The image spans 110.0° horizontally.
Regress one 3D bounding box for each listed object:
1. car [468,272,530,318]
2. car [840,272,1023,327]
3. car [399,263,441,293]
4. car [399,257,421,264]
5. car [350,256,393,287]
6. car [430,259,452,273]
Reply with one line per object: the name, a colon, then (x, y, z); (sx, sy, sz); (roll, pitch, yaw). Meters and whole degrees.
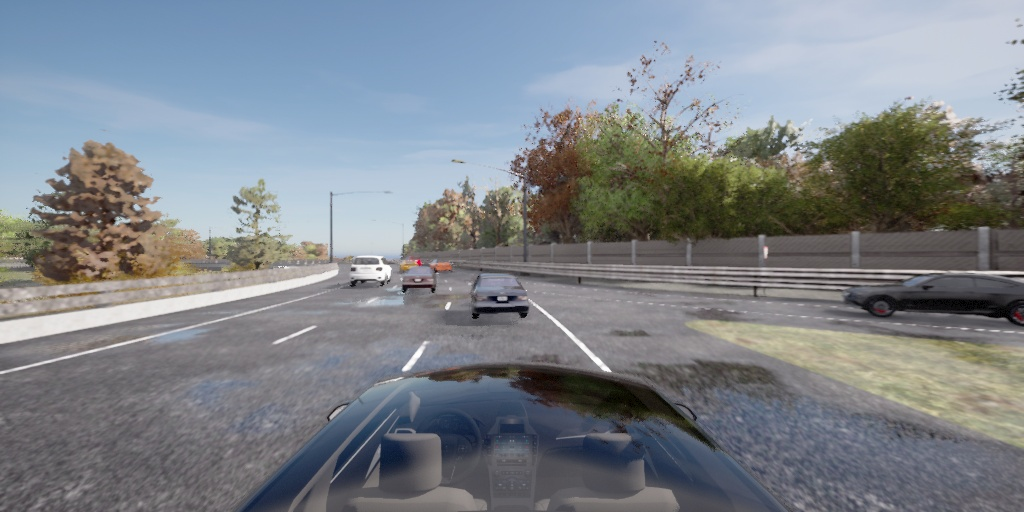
car: (-0.591, 1.301, 13.051); (2.033, 1.411, 5.357); (0, 0, -7)
car: (13.468, 1.228, 11.246); (4.674, 1.442, 1.812); (0, 0, 33)
car: (-5.429, 1.321, 21.359); (2.033, 1.411, 5.357); (0, 0, -11)
car: (-13.249, 1.283, 45.893); (1.882, 1.535, 5.008); (0, 0, -24)
car: (-9.859, 1.011, 25.310); (2.150, 2.045, 5.566); (0, 0, -13)
car: (-8.959, 1.142, 44.510); (2.097, 1.767, 4.553); (0, 0, -23)
